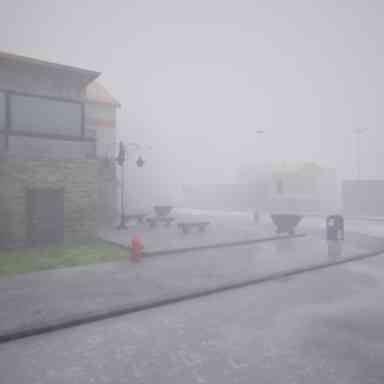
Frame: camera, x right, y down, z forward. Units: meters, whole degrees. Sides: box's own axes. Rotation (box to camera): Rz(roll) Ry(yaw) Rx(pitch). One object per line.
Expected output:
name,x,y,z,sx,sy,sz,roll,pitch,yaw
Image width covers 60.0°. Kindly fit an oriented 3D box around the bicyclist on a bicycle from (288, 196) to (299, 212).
bicyclist on a bicycle,10.257,1.243,33.593,1.656,1.620,0.582,-1,0,-35
